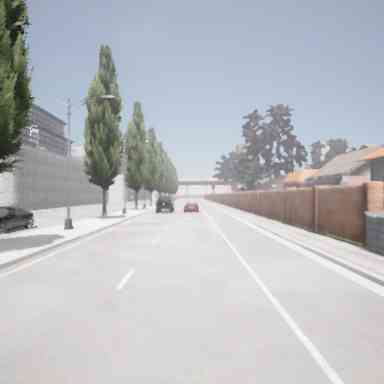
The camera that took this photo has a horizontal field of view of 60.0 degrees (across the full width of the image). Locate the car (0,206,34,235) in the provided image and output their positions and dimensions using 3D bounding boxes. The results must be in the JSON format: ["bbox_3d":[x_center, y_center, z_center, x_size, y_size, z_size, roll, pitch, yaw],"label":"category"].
[{"bbox_3d":[-11.625,1.664,20.500,1.882,1.535,5.008,0,0,0],"label":"car"}]

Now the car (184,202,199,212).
[{"bbox_3d":[-0.059,1.981,45.035,1.994,1.385,4.181,0,0,1],"label":"car"}]

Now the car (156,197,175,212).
[{"bbox_3d":[-3.563,1.639,44.895,2.150,2.045,5.566,0,0,0],"label":"car"}]
